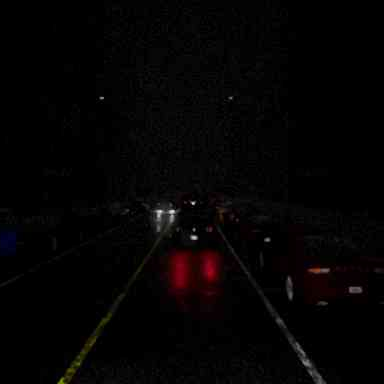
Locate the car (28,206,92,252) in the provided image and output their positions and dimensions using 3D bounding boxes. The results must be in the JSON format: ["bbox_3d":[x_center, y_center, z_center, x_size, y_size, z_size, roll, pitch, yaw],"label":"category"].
[{"bbox_3d":[-5.764,1.478,13.441,1.887,1.381,4.507,0,0,0],"label":"car"}]

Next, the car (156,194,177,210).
[{"bbox_3d":[-3.092,1.308,39.768,1.837,1.490,4.892,0,0,0],"label":"car"}]

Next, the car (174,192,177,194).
[{"bbox_3d":[-5.761,0.896,86.267,2.192,1.841,5.009,0,0,0],"label":"car"}]

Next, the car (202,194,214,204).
[{"bbox_3d":[2.763,1.154,58.262,1.967,1.590,4.097,0,0,0],"label":"car"}]

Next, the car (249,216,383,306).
[{"bbox_3d":[2.761,1.505,7.847,1.887,1.381,4.507,0,0,0],"label":"car"}]

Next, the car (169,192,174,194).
[{"bbox_3d":[-5.761,1.185,75.064,2.008,1.369,4.403,0,0,0],"label":"car"}]

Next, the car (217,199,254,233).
[{"bbox_3d":[2.761,1.345,19.050,1.967,1.590,4.097,0,0,0],"label":"car"}]

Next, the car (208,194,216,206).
[{"bbox_3d":[2.763,1.340,41.458,1.887,1.381,4.507,0,0,0],"label":"car"}]

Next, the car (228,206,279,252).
[{"bbox_3d":[2.761,1.478,13.449,1.887,1.381,4.507,0,0,0],"label":"car"}]

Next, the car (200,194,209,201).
[{"bbox_3d":[2.765,1.159,75.237,1.752,1.417,4.829,0,0,0],"label":"car"}]

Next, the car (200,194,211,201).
[{"bbox_3d":[2.764,1.211,69.466,2.008,1.369,4.403,0,0,0],"label":"car"}]

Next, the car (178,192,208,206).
[{"bbox_3d":[0.097,1.067,31.303,2.150,2.045,5.566,0,0,0],"label":"car"}]

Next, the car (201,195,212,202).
[{"bbox_3d":[2.764,1.253,63.864,1.947,1.339,4.313,0,0,0],"label":"car"}]

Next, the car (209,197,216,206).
[{"bbox_3d":[2.762,1.432,30.255,1.802,1.307,4.206,0,0,0],"label":"car"}]

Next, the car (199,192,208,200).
[{"bbox_3d":[2.764,0.922,80.669,2.192,1.841,5.009,0,0,0],"label":"car"}]

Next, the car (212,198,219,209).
[{"bbox_3d":[2.762,1.402,24.822,1.752,1.417,4.829,0,0,0],"label":"car"}]

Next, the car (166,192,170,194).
[{"bbox_3d":[-5.761,1.232,63.859,1.887,1.381,4.507,0,0,0],"label":"car"}]

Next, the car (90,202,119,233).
[{"bbox_3d":[-5.764,1.450,19.043,1.887,1.381,4.507,0,0,0],"label":"car"}]

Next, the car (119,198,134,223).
[{"bbox_3d":[-5.764,1.404,24.475,1.752,1.417,4.829,0,0,0],"label":"car"}]

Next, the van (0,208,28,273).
[{"bbox_3d":[-5.765,1.302,7.838,1.690,1.788,3.998,0,0,0],"label":"van"}]

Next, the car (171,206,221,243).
[{"bbox_3d":[0.093,1.523,15.520,1.895,1.301,4.718,0,0,0],"label":"car"}]

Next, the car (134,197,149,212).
[{"bbox_3d":[-5.763,1.263,35.849,1.967,1.590,4.097,0,0,0],"label":"car"}]
